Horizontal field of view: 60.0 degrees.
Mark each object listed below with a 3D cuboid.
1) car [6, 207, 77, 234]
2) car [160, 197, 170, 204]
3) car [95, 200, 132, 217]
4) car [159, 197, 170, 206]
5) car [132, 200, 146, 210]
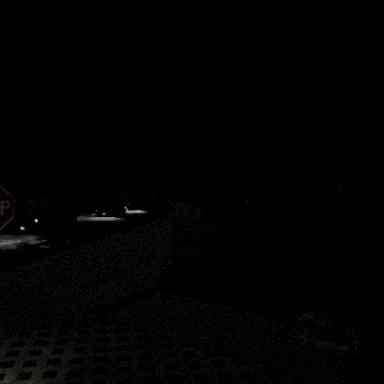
[{"bbox_3d":[-8.487,1.562,19.219,1.895,1.301,4.718,0,0,5],"label":"car"},{"bbox_3d":[-5.528,1.734,68.140,2.033,1.411,5.357,0,0,-5],"label":"car"},{"bbox_3d":[-7.612,1.563,31.840,2.033,1.411,5.357,0,0,3],"label":"car"},{"bbox_3d":[-4.815,1.706,58.157,1.994,1.385,4.181,0,0,-3],"label":"car"},{"bbox_3d":[-7.336,1.668,44.145,1.895,1.301,4.718,0,0,0],"label":"car"}]
